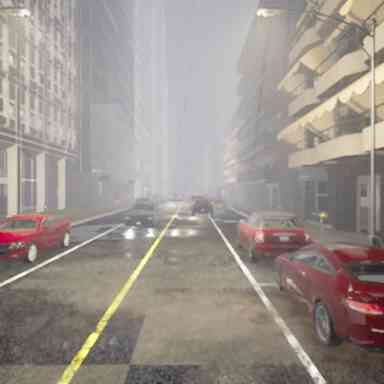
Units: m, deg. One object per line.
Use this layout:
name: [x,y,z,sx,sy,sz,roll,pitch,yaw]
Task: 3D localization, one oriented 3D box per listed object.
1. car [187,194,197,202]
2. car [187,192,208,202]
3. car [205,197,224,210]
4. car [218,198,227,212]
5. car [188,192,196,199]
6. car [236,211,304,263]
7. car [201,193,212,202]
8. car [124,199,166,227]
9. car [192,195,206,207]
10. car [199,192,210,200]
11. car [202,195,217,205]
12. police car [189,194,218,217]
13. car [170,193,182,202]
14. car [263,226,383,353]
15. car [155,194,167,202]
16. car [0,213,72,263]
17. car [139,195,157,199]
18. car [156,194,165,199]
car: [-0.016,1.136,64.416,1.812,1.442,4.674,0,0,0]
car: [0.680,1.106,39.244,2.097,1.767,4.553,0,1,0]
car: [2.681,1.316,39.861,1.947,1.339,4.313,0,0,0]
car: [2.682,1.309,34.382,1.752,1.417,4.829,0,0,0]
car: [-0.022,0.899,84.654,2.128,1.511,4.902,0,0,0]
car: [2.688,1.365,11.619,1.967,1.590,4.097,0,0,0]
car: [2.674,1.061,62.454,1.967,1.590,4.097,0,0,0]
car: [-3.107,1.407,21.982,2.033,1.411,5.357,0,0,0]
car: [0.888,1.173,45.465,1.801,1.575,5.366,0,0,0]
car: [2.671,0.873,73.751,2.192,1.841,5.009,0,0,0]
car: [2.677,1.235,51.158,2.008,1.369,4.403,0,0,0]
police car: [0.892,1.239,29.384,1.930,1.638,5.238,0,0,0]
car: [-3.035,0.976,63.834,2.097,1.767,4.553,0,0,0]
car: [2.690,1.543,5.971,1.802,1.307,4.206,0,0,0]
car: [-5.707,1.147,62.282,1.752,1.417,4.829,0,0,0]
car: [-5.692,1.470,11.617,1.887,1.381,4.507,0,0,0]
car: [-5.701,1.316,39.859,1.947,1.339,4.313,0,0,0]
car: [-5.703,1.235,51.155,2.008,1.369,4.403,0,0,0]
